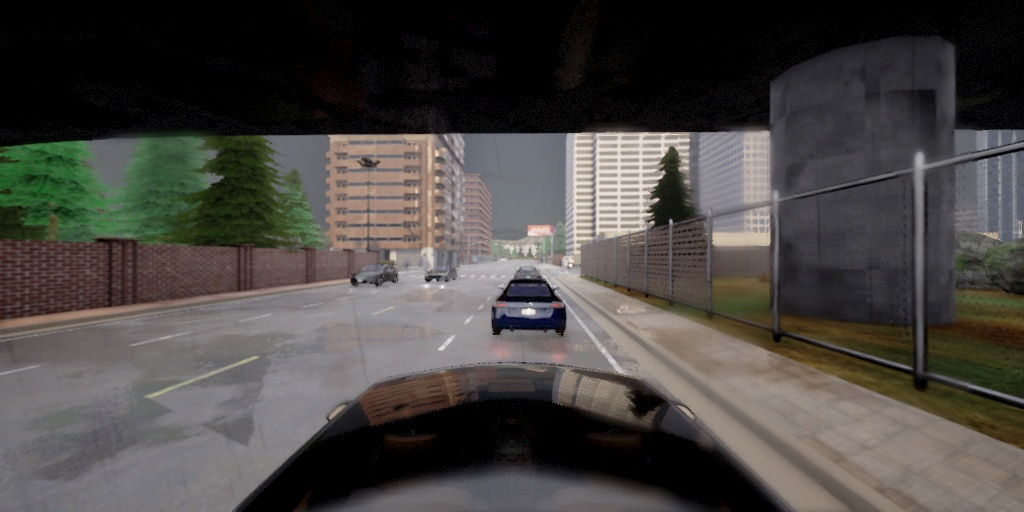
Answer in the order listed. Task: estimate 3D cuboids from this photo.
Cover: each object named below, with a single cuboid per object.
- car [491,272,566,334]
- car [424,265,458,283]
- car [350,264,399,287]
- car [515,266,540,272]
[{"bbox_3d":[0.489,1.353,10.798,1.994,1.385,4.181,0,0,2],"label":"car"},{"bbox_3d":[-5.796,1.454,30.014,2.033,1.411,5.357,0,0,3],"label":"car"},{"bbox_3d":[-9.555,1.316,25.309,2.128,1.511,4.902,0,0,3],"label":"car"},{"bbox_3d":[1.138,1.419,26.245,1.994,1.385,4.181,0,0,3],"label":"car"}]
